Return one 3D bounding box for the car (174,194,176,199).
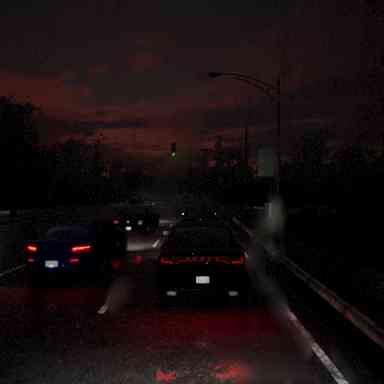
[{"bbox_3d":[-5.227,1.014,86.509,1.994,1.385,4.181,0,1,1],"label":"car"}]

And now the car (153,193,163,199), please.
[{"bbox_3d":[-8.733,0.972,86.138,1.837,1.490,4.892,0,1,1],"label":"car"}]

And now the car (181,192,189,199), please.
[{"bbox_3d":[-1.715,0.970,87.163,1.812,1.442,4.674,0,1,1],"label":"car"}]

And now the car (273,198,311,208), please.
[{"bbox_3d":[13.080,1.448,43.954,4.718,1.301,1.895,0,0,-2],"label":"car"}]

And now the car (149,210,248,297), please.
[{"bbox_3d":[0.223,1.468,8.626,1.882,1.535,5.008,0,0,1],"label":"car"}]

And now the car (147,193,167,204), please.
[{"bbox_3d":[-5.939,1.354,57.128,1.994,1.385,4.181,0,0,1],"label":"car"}]

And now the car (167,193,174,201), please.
[{"bbox_3d":[-5.554,1.230,71.004,1.812,1.442,4.674,0,0,1],"label":"car"}]

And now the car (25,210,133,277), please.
[{"bbox_3d":[-3.256,1.512,10.103,1.812,1.442,4.674,0,0,1],"label":"car"}]

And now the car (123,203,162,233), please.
[{"bbox_3d":[-3.083,1.556,19.154,1.895,1.301,4.718,0,0,4],"label":"car"}]

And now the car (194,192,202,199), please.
[{"bbox_3d":[1.787,0.994,87.099,2.033,1.411,5.357,0,1,1],"label":"car"}]

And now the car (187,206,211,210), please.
[{"bbox_3d":[0.400,1.506,18.393,2.033,1.411,5.357,0,0,1],"label":"car"}]

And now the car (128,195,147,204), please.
[{"bbox_3d":[-9.462,1.272,56.232,1.882,1.535,5.008,0,0,1],"label":"car"}]
